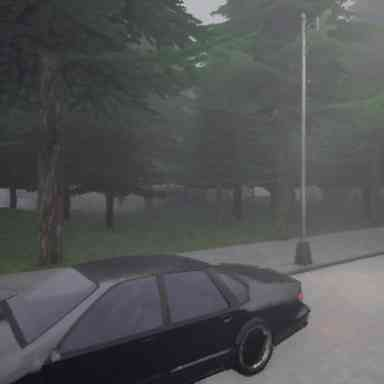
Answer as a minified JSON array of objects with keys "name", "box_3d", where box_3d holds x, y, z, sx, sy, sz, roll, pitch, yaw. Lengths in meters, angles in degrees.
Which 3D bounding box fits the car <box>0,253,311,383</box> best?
[{"name":"car","box_3d":[-0.817,1.547,4.020,5.357,1.411,2.033,0,0,-35]}]
